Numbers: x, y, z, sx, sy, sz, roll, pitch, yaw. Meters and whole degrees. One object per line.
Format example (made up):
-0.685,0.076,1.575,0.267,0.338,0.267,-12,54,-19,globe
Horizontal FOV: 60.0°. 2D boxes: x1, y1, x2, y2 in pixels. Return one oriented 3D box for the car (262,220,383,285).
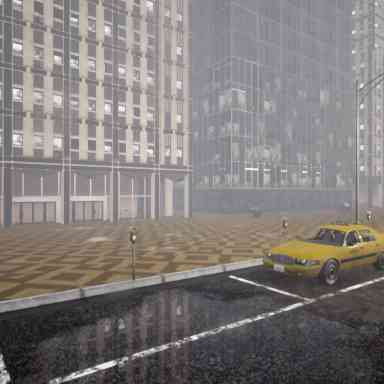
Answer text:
4.068,1.526,9.479,4.829,1.417,1.752,0,0,-36,car
